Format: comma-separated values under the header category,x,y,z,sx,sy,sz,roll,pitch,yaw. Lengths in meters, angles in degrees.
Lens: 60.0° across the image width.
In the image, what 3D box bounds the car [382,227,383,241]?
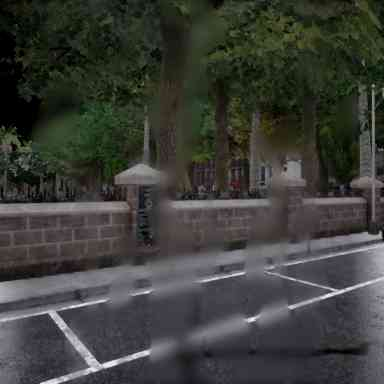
category,x,y,z,sx,sy,sz,roll,pitch,yaw
car,9.754,1.310,13.498,5.009,1.841,2.192,0,0,-36
